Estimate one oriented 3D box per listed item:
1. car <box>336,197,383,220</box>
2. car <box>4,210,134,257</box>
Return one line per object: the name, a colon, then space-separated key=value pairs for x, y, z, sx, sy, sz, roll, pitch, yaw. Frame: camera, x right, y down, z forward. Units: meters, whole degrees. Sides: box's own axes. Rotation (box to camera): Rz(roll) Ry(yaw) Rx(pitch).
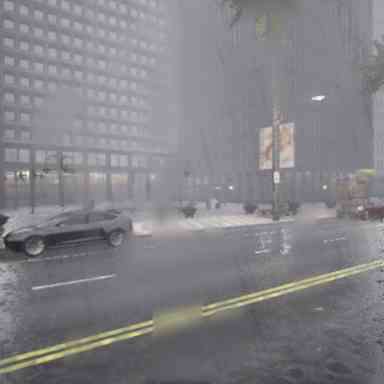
car: x=13.214 y=1.161 z=25.793 sx=4.553 sy=1.767 sz=2.185 roll=-1 pitch=0 yaw=-36
car: x=-4.652 y=1.487 z=13.077 sx=4.786 sy=1.482 sz=2.161 roll=-1 pitch=0 yaw=-36
